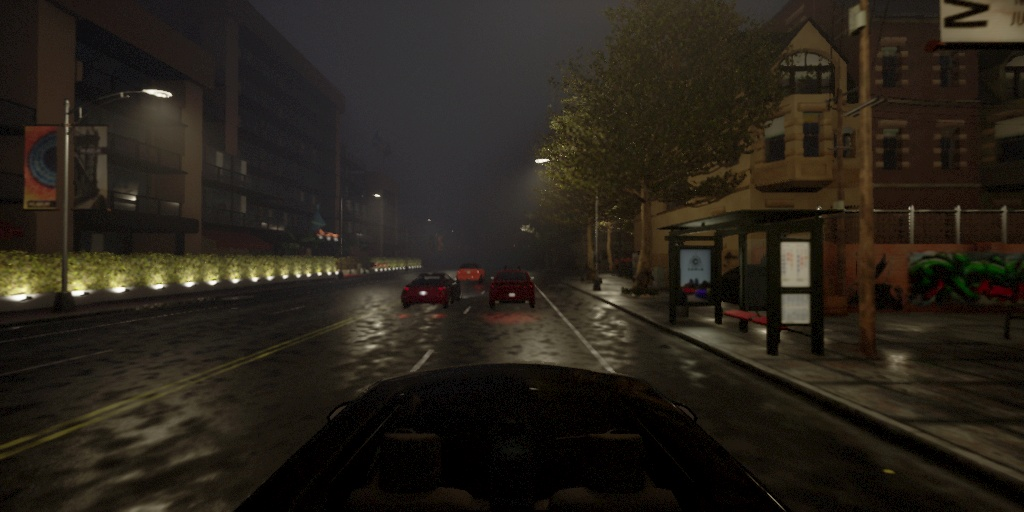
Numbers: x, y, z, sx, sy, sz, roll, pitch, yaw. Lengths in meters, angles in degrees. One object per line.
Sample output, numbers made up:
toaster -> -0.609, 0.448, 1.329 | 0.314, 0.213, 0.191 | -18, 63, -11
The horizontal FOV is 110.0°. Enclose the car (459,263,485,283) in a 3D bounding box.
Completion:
car -> -3.484, 1.376, 30.941 | 2.097, 1.767, 4.553 | 0, -1, 0

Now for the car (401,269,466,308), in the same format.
car -> -3.491, 1.450, 16.141 | 1.994, 1.385, 4.181 | 0, -1, 0

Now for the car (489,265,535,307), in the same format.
car -> 0.011, 1.366, 16.338 | 1.882, 1.535, 5.008 | 0, 0, 0
